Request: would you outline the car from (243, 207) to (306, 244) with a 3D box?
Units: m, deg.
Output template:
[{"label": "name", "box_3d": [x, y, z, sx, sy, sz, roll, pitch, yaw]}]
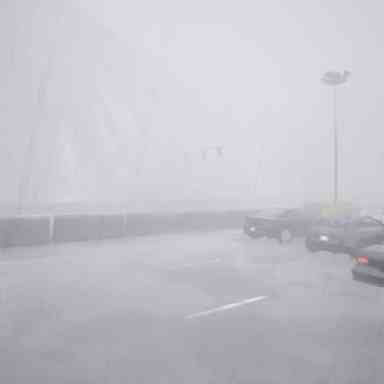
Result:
[{"label": "car", "box_3d": [4.627, 1.452, 15.706, 5.008, 1.535, 1.882, 0, 0, -35]}]

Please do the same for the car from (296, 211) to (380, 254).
[{"label": "car", "box_3d": [6.137, 1.539, 12.484, 4.181, 1.385, 1.994, 0, 0, -35]}]

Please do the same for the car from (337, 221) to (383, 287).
[{"label": "car", "box_3d": [6.063, 1.532, 8.144, 5.357, 1.411, 2.033, 0, 0, -35]}]
